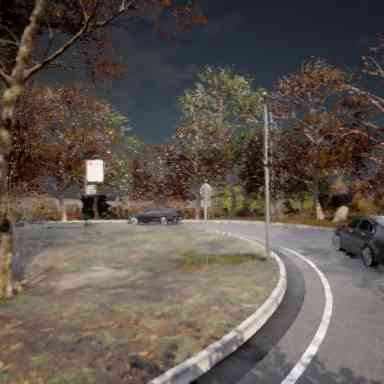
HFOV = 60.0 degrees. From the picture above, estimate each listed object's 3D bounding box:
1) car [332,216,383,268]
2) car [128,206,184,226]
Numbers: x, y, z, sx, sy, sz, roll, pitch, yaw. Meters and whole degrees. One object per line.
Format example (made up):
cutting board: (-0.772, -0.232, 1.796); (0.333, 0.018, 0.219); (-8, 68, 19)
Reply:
car: (6.457, 1.591, 11.546); (1.837, 1.490, 4.892); (1, 0, 6)
car: (-3.056, 1.954, 27.523); (4.892, 1.490, 1.837); (-3, -3, 28)
